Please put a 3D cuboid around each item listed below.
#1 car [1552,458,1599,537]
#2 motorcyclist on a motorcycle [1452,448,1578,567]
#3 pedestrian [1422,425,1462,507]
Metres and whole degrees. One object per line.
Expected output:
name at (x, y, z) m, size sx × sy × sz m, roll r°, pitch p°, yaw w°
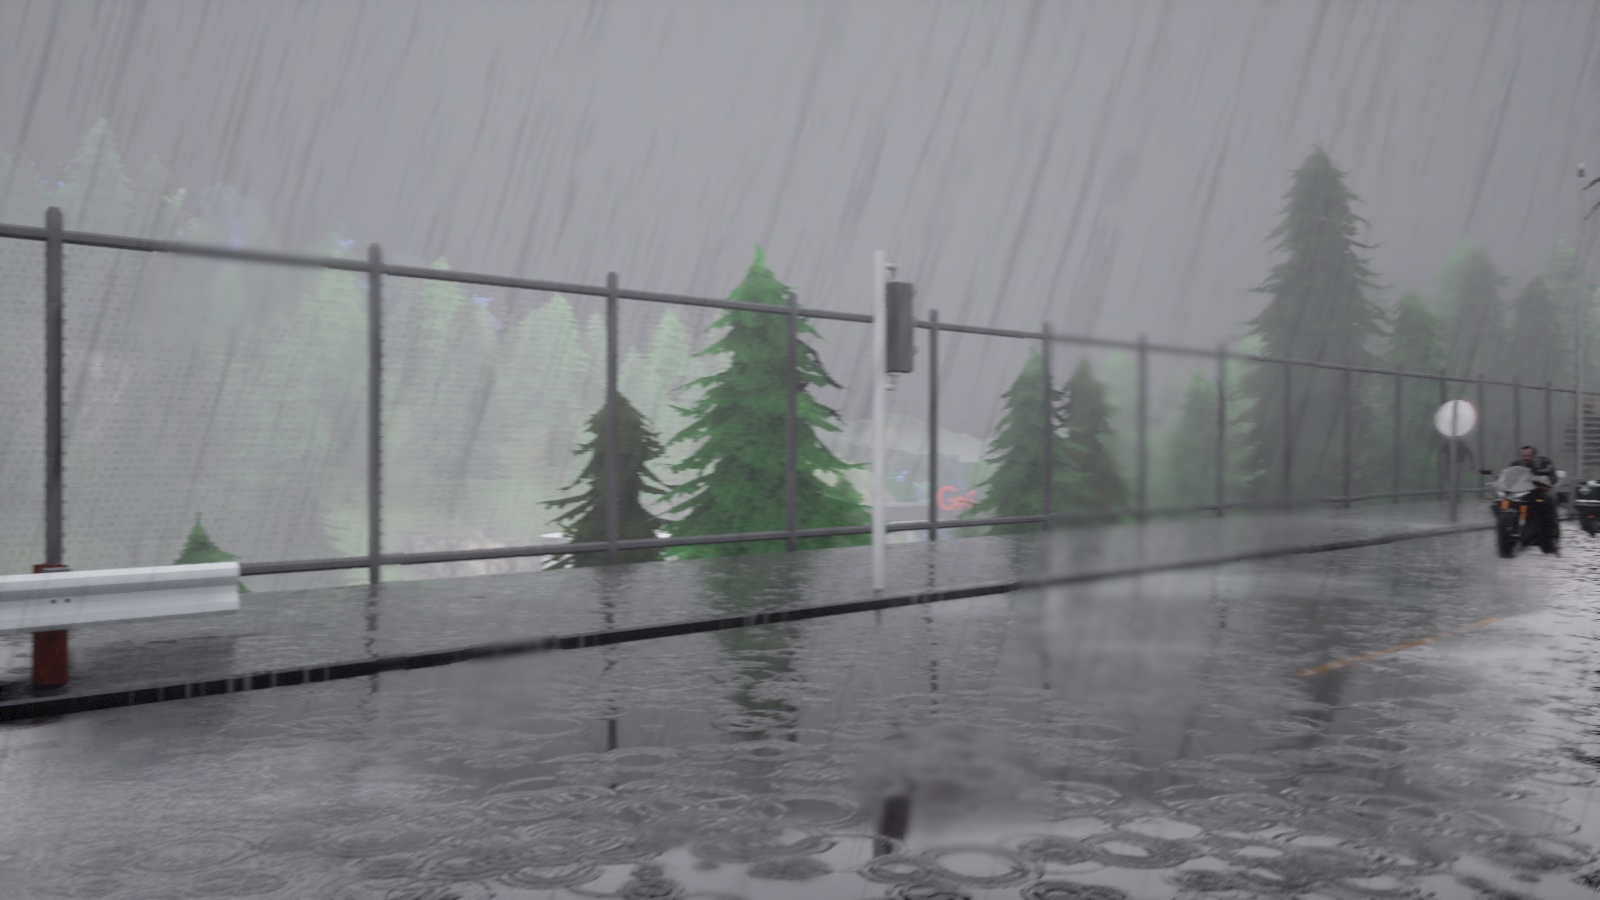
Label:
car at (15.173, 0.802, 22.349) m, size 4.718 × 1.301 × 1.895 m, roll 0°, pitch 0°, yaw -44°
motorcyclist on a motorcycle at (9.791, 0.736, 17.159) m, size 2.191 × 1.530 × 0.866 m, roll 0°, pitch 0°, yaw -43°
pedestrian at (15.069, 0.368, 29.470) m, size 0.849 × 1.883 × 0.563 m, roll 0°, pitch 0°, yaw -44°
